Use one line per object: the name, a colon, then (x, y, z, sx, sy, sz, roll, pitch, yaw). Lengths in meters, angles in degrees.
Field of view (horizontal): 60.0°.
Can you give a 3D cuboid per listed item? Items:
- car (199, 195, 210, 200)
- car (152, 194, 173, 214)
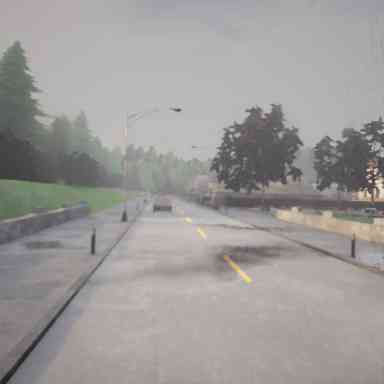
car: (3.023, 1.416, 77.835, 2.033, 1.415, 5.357, 2, 0, 44)
car: (-3.004, 1.325, 33.721, 1.882, 1.535, 5.008, 2, 0, -6)
